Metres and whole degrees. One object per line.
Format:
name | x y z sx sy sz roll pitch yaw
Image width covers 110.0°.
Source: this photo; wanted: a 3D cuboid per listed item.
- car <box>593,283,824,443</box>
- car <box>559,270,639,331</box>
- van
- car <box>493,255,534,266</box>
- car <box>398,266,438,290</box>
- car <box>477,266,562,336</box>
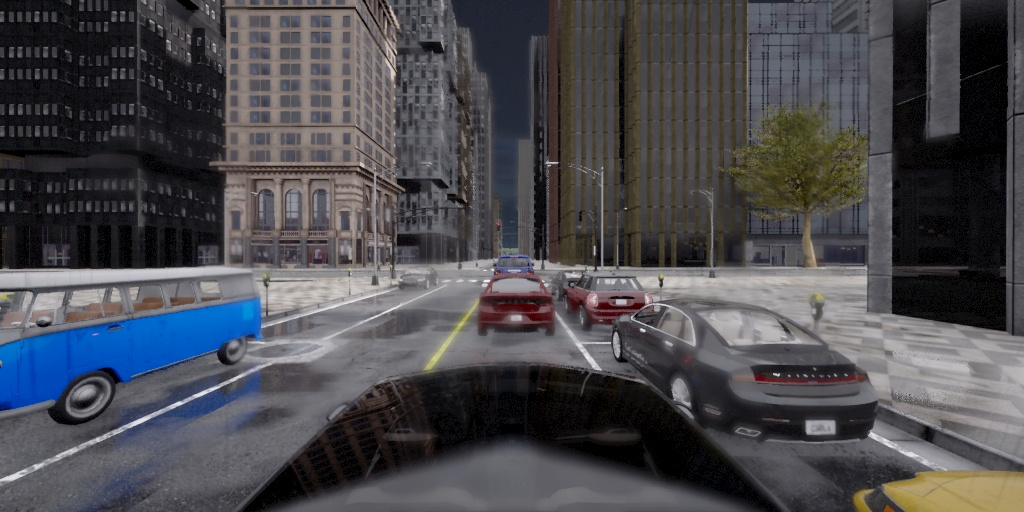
car | 2.769 1.300 5.390 2.007 1.370 4.403 0 0 0
car | 2.778 1.188 11.031 1.967 1.591 4.097 0 0 0
van | -5.756 1.091 5.402 1.690 1.789 3.998 0 0 0
car | 0.105 0.967 20.301 2.150 2.045 5.566 0 0 0
car | -5.730 1.296 22.325 2.007 1.370 4.403 0 0 0
car | 0.107 1.226 10.417 1.882 1.535 5.008 0 0 0
